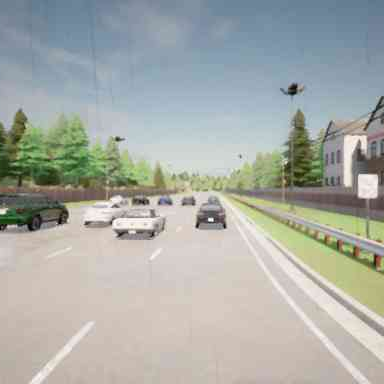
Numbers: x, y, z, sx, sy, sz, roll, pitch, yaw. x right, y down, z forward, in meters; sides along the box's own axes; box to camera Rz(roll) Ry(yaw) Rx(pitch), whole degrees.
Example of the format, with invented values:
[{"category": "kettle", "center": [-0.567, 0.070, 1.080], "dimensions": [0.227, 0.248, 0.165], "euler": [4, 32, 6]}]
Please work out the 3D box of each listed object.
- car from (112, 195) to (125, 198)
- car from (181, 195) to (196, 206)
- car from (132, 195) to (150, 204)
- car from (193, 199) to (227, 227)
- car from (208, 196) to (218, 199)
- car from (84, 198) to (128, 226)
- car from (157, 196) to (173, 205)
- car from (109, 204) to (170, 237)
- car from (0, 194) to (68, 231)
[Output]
[{"category": "car", "center": [-10.917, 1.244, 49.591], "dimensions": [1.812, 1.442, 4.674], "euler": [0, 0, 4]}, {"category": "car", "center": [-0.475, 1.230, 48.402], "dimensions": [2.128, 1.511, 4.902], "euler": [0, 0, 4]}, {"category": "car", "center": [-7.458, 1.204, 48.889], "dimensions": [1.882, 1.535, 5.008], "euler": [0, 0, 4]}, {"category": "car", "center": [1.251, 1.411, 21.452], "dimensions": [1.812, 1.442, 4.674], "euler": [0, 0, 4]}, {"category": "car", "center": [3.017, 1.292, 48.159], "dimensions": [2.033, 1.411, 5.357], "euler": [0, 0, 4]}, {"category": "car", "center": [-5.708, 1.397, 22.271], "dimensions": [1.812, 1.442, 4.674], "euler": [0, 0, 4]}, {"category": "car", "center": [-3.930, 1.255, 49.154], "dimensions": [1.812, 1.442, 4.674], "euler": [0, 0, 4]}, {"category": "car", "center": [-2.544, 1.504, 17.321], "dimensions": [1.895, 1.301, 4.718], "euler": [0, 0, 4]}, {"category": "car", "center": [-9.397, 1.104, 19.632], "dimensions": [2.150, 2.045, 5.566], "euler": [0, 1, 4]}]
